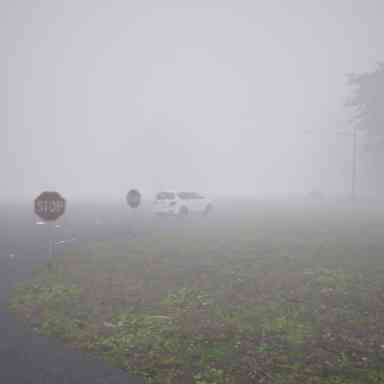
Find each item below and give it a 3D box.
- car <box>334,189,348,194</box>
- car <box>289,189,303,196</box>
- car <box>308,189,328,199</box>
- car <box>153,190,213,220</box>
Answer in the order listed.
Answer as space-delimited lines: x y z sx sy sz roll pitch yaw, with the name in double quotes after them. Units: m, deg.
39.458 -0.103 86.986 1.994 1.385 4.181 2 2 36 "car"
21.158 0.063 67.466 1.812 1.442 4.674 2 2 36 "car"
21.013 0.355 56.172 1.882 1.535 5.008 2 2 31 "car"
-0.556 0.877 25.161 2.150 2.045 5.566 2 2 36 "car"
